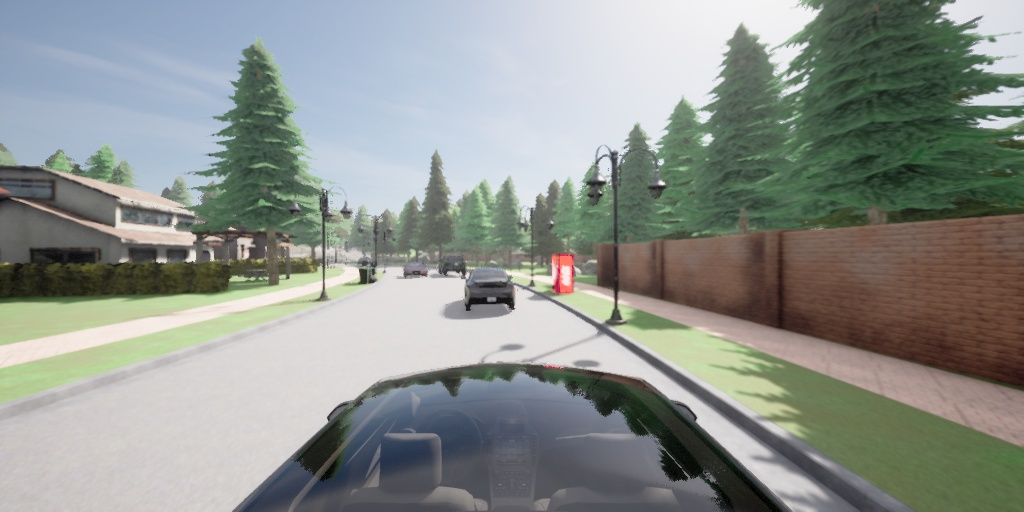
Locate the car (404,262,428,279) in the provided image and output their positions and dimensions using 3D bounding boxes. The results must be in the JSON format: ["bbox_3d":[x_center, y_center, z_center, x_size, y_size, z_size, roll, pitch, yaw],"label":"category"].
[{"bbox_3d":[-8.730,1.259,32.414,1.994,1.385,4.181,0,0,-18],"label":"car"}]

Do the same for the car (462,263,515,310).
[{"bbox_3d":[-0.997,1.222,14.579,1.837,1.490,4.892,0,0,-7],"label":"car"}]

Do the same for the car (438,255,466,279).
[{"bbox_3d":[-6.079,0.895,36.301,2.150,2.045,5.566,0,0,-18],"label":"car"}]

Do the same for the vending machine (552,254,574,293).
[{"bbox_3d":[2.520,0.890,17.784,1.100,2.100,0.880,0,0,-9],"label":"vending machine"}]
